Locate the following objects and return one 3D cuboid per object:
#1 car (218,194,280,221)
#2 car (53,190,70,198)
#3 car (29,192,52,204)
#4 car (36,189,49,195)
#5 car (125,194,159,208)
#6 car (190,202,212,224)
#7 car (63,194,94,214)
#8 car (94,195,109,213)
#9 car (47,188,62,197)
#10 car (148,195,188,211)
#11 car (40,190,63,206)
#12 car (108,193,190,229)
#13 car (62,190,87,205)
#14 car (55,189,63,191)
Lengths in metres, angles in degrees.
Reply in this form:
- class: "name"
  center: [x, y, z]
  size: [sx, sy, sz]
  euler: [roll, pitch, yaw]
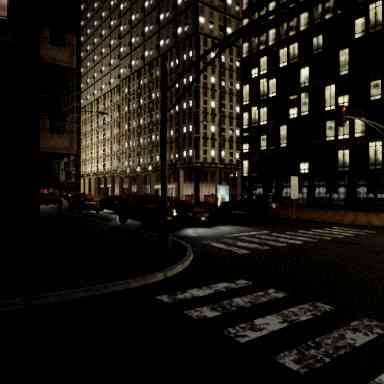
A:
- class: "car"
  center: [4.087, 1.027, 24.266]
  size: [2.192, 1.841, 5.009]
  euler: [1, 0, -36]
- class: "car"
  center: [-25.360, 0.309, 64.587]
  size: [1.887, 1.381, 4.507]
  euler: [1, 0, -36]
- class: "car"
  center: [-19.004, 0.752, 41.670]
  size: [1.802, 1.307, 4.206]
  euler: [2, 0, -36]
- class: "car"
  center: [-35.173, -0.011, 78.027]
  size: [1.887, 1.381, 4.507]
  euler: [1, 0, -36]
- class: "car"
  center: [-5.733, 0.966, 37.707]
  size: [1.947, 1.339, 4.313]
  euler: [1, 0, -36]
- class: "car"
  center: [-0.721, 1.220, 21.001]
  size: [1.812, 1.442, 4.674]
  euler: [0, 1, -36]
- class: "car"
  center: [-9.193, 1.067, 28.234]
  size: [1.802, 1.307, 4.206]
  euler: [2, 0, -36]
- class: "car"
  center: [-6.506, 0.988, 28.924]
  size: [1.882, 1.535, 5.008]
  euler: [0, 1, -36]
- class: "car"
  center: [-28.628, 0.099, 69.066]
  size: [1.967, 1.590, 4.097]
  euler: [1, 0, -36]
- class: "car"
  center: [-2.462, 1.070, 33.227]
  size: [1.947, 1.339, 4.313]
  euler: [1, 0, -36]
- class: "car"
  center: [-15.733, 0.827, 37.192]
  size: [2.008, 1.369, 4.403]
  euler: [2, 0, -36]
- class: "car"
  center: [-2.644, 1.008, 19.275]
  size: [2.192, 1.841, 5.009]
  euler: [2, 0, -36]
- class: "car"
  center: [-12.404, 0.813, 37.018]
  size: [2.128, 1.511, 4.902]
  euler: [0, 1, -36]
- class: "car"
  center: [-19.482, 0.509, 52.121]
  size: [2.128, 1.511, 4.902]
  euler: [0, 1, -36]
